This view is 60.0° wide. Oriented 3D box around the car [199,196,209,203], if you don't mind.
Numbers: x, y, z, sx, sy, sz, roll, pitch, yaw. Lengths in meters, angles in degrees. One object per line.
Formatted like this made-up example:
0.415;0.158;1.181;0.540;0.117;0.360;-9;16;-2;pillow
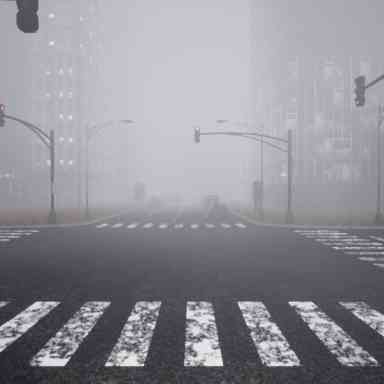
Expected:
2.542;1.508;70.783;1.887;1.381;4.507;-1;0;0;car

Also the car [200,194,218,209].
2.531;1.297;43.160;2.192;1.841;5.009;-1;0;0;car

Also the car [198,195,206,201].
2.540;1.536;81.832;1.802;1.307;4.206;-1;0;0;car

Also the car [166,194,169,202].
-5.340;1.404;70.756;1.967;1.590;4.097;-1;0;0;car

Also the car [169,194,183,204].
-2.761;1.320;64.375;2.097;1.767;4.553;0;0;0;car

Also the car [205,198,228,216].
2.516;1.570;32.111;1.802;1.307;4.206;-1;0;0;car

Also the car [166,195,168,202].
-5.335;1.558;54.183;1.802;1.307;4.206;-1;0;0;car

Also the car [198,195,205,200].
2.538;1.489;92.881;1.887;1.381;4.507;-1;0;0;car

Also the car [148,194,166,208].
-5.336;1.419;48.658;1.967;1.590;4.097;-1;0;0;car

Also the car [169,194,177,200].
-5.344;1.385;92.854;1.967;1.590;4.097;-1;0;0;car

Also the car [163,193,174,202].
-5.342;1.274;76.281;2.192;1.841;5.009;-1;0;0;car

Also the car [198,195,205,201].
2.539;1.474;87.526;1.752;1.417;4.829;-1;0;0;car
